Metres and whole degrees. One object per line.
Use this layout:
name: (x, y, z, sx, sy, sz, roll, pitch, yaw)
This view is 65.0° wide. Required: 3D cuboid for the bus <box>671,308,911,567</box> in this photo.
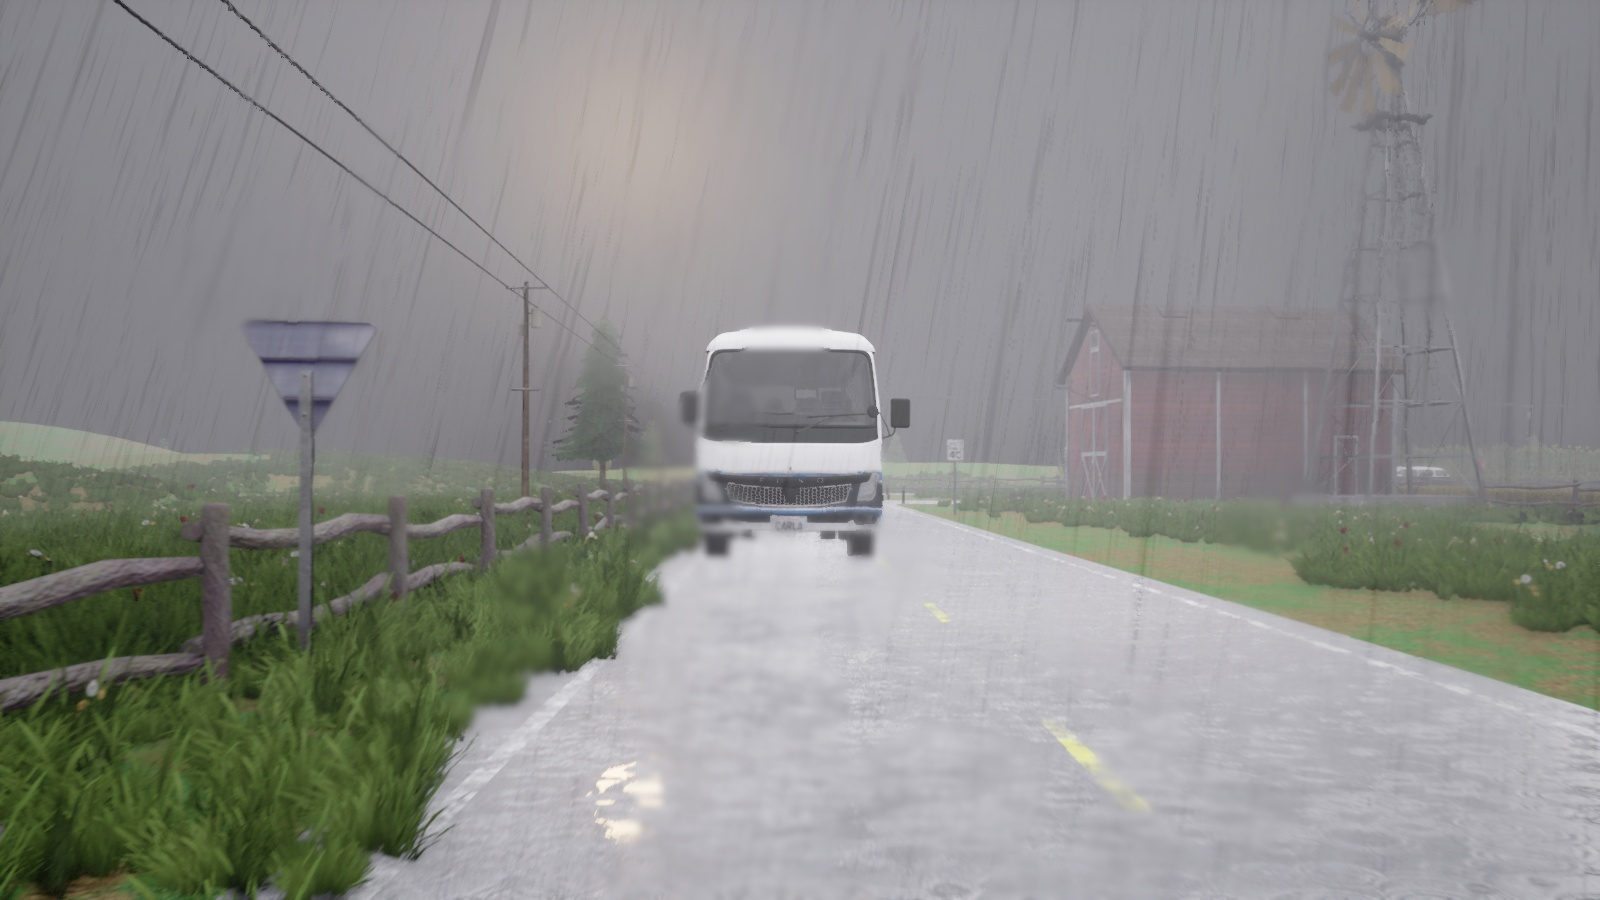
bus: (-0.216, -0.120, 25.813, 3.944, 4.253, 10.273, 0, -1, -1)
